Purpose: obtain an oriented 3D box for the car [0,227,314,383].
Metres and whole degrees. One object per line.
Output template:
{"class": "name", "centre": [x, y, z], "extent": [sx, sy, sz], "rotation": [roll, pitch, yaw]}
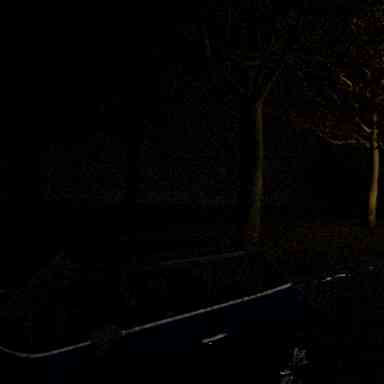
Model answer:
{"class": "car", "centre": [-0.820, 1.317, 3.394], "extent": [4.553, 1.767, 2.097], "rotation": [1, 1, -36]}
